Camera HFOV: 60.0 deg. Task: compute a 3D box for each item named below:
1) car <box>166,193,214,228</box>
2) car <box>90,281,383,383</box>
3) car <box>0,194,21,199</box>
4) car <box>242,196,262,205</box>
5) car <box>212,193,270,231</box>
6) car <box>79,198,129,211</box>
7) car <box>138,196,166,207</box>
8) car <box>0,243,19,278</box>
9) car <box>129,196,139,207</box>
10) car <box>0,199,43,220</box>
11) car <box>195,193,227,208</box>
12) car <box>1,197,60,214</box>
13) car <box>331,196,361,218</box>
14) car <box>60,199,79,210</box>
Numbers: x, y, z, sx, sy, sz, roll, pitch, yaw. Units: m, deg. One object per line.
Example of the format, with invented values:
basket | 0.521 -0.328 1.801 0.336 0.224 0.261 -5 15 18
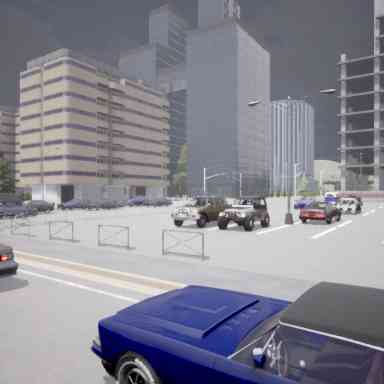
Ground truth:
car | 0.727 1.153 20.885 1.932 1.855 4.605 0 0 34
car | 1.205 1.601 3.130 4.718 1.301 1.895 0 0 35
car | -20.179 1.222 33.968 2.150 2.045 5.566 0 0 34
car | 11.211 1.504 61.545 1.837 1.490 4.892 0 0 34
car | 3.094 1.156 19.219 1.905 1.878 3.866 0 0 34
car | -10.901 1.547 41.502 2.033 1.411 5.357 0 0 34
car | -5.109 1.547 50.118 2.033 1.411 5.357 0 0 34
car | -6.640 1.547 8.646 5.357 1.411 2.033 0 0 35
car | -8.792 1.352 50.873 2.097 1.767 4.553 0 0 35
car | -15.348 1.564 28.205 1.994 1.385 4.181 0 0 34
car | 2.825 1.222 49.047 2.150 2.045 5.566 0 0 34
car | -16.232 1.525 33.530 1.812 1.442 4.674 0 0 34
car | 15.119 1.395 32.174 1.970 1.475 3.806 0 0 34
car | -14.469 1.547 42.477 2.033 1.411 5.357 0 0 34
